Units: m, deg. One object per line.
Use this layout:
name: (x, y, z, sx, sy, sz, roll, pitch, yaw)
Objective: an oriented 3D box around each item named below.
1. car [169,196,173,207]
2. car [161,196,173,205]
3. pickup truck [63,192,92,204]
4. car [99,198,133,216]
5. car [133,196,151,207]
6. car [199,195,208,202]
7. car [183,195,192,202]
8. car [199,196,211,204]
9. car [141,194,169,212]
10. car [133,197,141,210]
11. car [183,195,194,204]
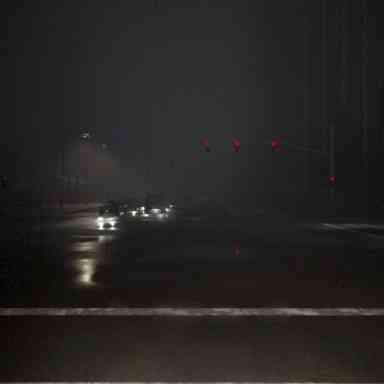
car: (-4.281, 1.598, 48.426, 1.895, 1.301, 4.718, 0, 0, -1)
car: (-4.367, 1.475, 58.865, 1.882, 1.535, 5.008, 0, 0, 0)
pickup truck: (-20.926, 1.056, 59.994, 2.390, 2.098, 6.274, 0, 0, 30)
car: (-7.704, 1.490, 32.845, 2.128, 1.511, 4.902, 0, 0, 2)
car: (-7.823, 1.489, 52.532, 2.128, 1.511, 4.902, 0, 0, -1)
car: (2.545, 1.520, 75.160, 1.812, 1.442, 4.674, 0, 0, -1)
car: (-0.958, 1.474, 75.364, 1.882, 1.535, 5.008, 0, 0, -1)
car: (2.748, 1.488, 64.776, 2.128, 1.511, 4.902, 0, 0, -1)
car: (-4.186, 1.219, 38.479, 2.150, 2.045, 5.566, 0, 0, -1)
car: (-7.725, 1.475, 42.148, 1.882, 1.535, 5.008, 0, 0, -1)
car: (-0.758, 1.349, 65.361, 2.097, 1.767, 4.553, 0, 0, -1)
